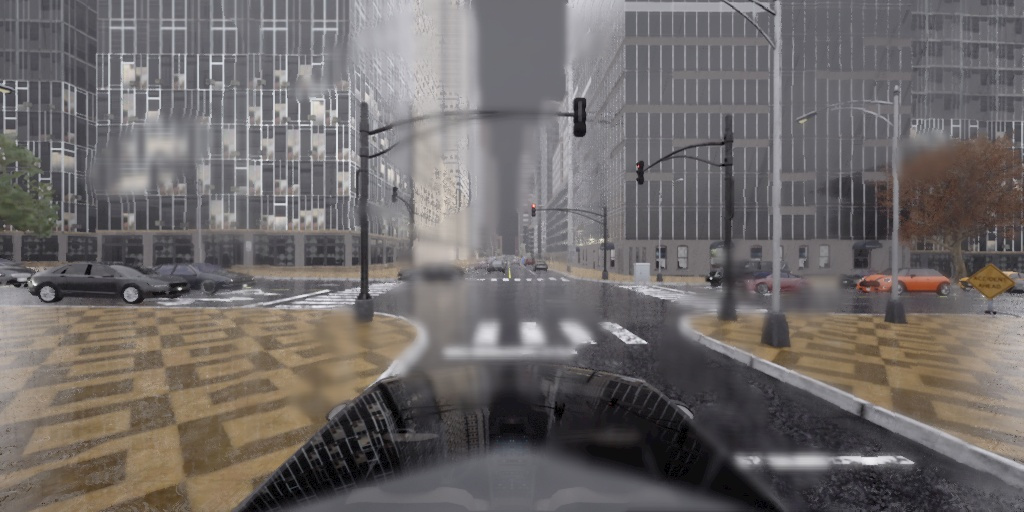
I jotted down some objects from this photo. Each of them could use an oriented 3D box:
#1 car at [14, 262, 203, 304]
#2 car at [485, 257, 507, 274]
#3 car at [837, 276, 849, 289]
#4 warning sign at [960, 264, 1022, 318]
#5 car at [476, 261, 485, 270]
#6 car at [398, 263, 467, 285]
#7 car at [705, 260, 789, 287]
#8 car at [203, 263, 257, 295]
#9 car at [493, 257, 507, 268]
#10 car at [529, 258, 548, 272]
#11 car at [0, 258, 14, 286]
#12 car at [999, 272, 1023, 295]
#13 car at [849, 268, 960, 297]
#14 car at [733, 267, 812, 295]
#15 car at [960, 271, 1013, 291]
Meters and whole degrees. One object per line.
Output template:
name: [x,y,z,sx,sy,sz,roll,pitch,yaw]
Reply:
car: [-15.427,0.994,13.945,4.892,1.490,1.837,1,0,-3]
car: [-1.756,1.230,42.057,1.882,1.535,5.008,0,0,-1]
car: [26.289,1.805,26.095,4.181,1.385,1.994,1,0,-3]
warning sign: [17.213,1.201,12.901,1.060,1.860,1.300,0,0,-3]
car: [-4.322,1.326,52.068,1.802,1.307,4.207,0,0,-1]
car: [-5.585,1.236,25.593,4.892,1.490,1.837,2,3,-39]
car: [16.900,1.295,25.601,5.566,2.045,2.150,1,0,-3]
car: [-15.440,1.035,17.233,5.357,1.411,2.033,1,0,0]
car: [-1.914,1.089,59.384,2.097,1.767,4.553,0,0,0]
car: [3.663,1.315,46.623,1.948,1.339,4.313,0,0,-1]
car: [-25.374,0.797,16.682,4.902,1.511,2.128,1,0,-3]
car: [33.779,1.941,23.221,4.181,1.385,1.994,1,0,-2]
car: [24.781,1.568,22.757,4.553,1.767,2.097,1,0,-3]
car: [16.087,1.624,22.305,4.181,1.385,1.994,1,0,-3]
car: [36.318,1.899,26.609,5.008,1.535,1.882,1,0,-3]
